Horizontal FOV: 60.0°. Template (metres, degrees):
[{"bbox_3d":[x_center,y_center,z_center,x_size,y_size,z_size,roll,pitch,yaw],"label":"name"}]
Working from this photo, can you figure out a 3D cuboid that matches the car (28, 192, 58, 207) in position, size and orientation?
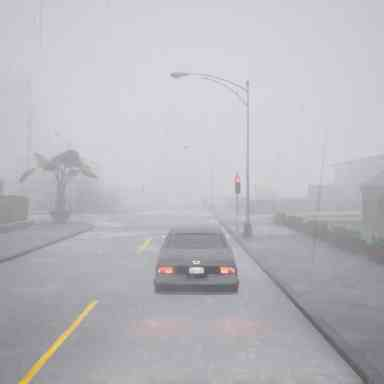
[{"bbox_3d":[-19.744,0.985,43.924,1.905,1.878,3.866,0,0,35],"label":"car"}]

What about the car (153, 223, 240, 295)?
[{"bbox_3d":[0.100,1.547,8.879,2.033,1.411,5.357,0,0,0],"label":"car"}]
